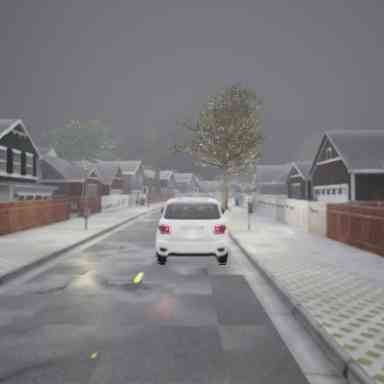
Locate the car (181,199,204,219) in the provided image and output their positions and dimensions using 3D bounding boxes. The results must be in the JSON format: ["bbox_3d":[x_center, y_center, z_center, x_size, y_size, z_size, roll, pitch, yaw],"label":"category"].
[{"bbox_3d":[0.101,1.419,28.528,1.812,1.442,4.674,0,0,1],"label":"car"}]

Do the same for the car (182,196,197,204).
[{"bbox_3d":[-0.434,1.361,59.511,1.994,1.385,4.181,0,0,8],"label":"car"}]

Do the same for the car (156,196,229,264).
[{"bbox_3d":[0.029,1.178,11.773,2.150,2.045,5.566,0,0,1],"label":"car"}]
